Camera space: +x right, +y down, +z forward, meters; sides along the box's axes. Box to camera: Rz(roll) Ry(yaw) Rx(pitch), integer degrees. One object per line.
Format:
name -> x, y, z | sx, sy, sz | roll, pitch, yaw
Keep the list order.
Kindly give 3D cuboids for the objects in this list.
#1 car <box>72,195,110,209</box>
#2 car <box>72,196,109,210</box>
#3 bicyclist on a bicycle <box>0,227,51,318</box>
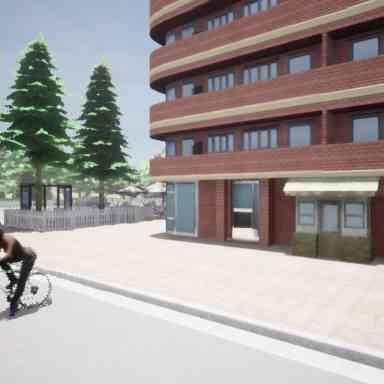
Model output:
car -> -13.749, 1.293, 45.540 | 2.097, 1.767, 4.553 | 0, 0, 39
car -> -12.731, 1.505, 41.248 | 1.994, 1.385, 4.181 | 0, 0, 39
bicyclist on a bicycle -> -3.333, 1.438, 6.006 | 0.582, 1.620, 1.656 | 0, 2, 37
